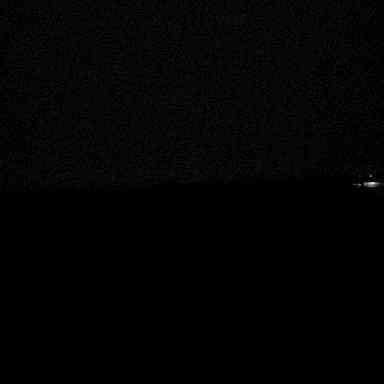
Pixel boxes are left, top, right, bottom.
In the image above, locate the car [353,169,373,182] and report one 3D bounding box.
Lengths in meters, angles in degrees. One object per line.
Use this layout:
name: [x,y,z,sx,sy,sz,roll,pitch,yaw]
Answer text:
car: [22.862,-2.259,44.805,2.097,1.767,4.553,-1,4,20]
